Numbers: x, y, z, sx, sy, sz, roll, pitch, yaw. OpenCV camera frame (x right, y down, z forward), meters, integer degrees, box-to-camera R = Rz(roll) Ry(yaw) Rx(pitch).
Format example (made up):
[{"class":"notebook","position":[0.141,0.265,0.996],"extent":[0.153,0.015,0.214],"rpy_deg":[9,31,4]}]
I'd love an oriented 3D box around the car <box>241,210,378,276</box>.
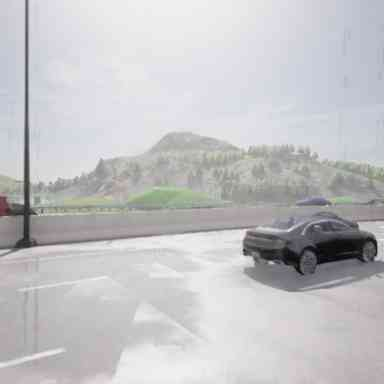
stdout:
[{"class":"car","position":[3.772,1.488,10.296],"extent":[4.902,1.511,2.128],"rpy_deg":[0,0,-32]}]

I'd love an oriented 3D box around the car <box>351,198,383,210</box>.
[{"class":"car","position":[23.949,1.552,44.211],"extent":[5.357,1.411,2.033],"rpy_deg":[0,0,-22]}]

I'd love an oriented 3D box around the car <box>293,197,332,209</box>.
[{"class":"car","position":[16.211,1.463,44.742],"extent":[5.008,1.535,1.882],"rpy_deg":[0,0,-23]}]
